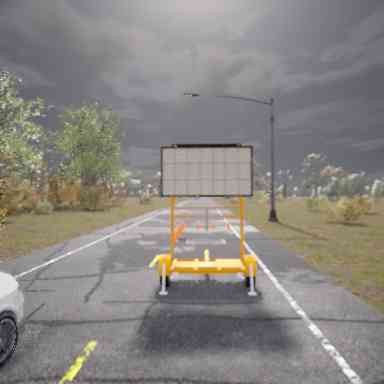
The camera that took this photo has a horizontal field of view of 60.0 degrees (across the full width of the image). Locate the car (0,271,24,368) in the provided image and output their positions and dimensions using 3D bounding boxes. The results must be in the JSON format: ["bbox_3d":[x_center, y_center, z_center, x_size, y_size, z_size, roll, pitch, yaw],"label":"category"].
[{"bbox_3d":[-3.416,1.564,3.113,1.812,1.442,4.674,0,0,2],"label":"car"}]

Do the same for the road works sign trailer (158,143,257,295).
[{"bbox_3d":[0.394,0.527,8.878,2.380,3.560,2.880,0,0,2],"label":"road works sign trailer"}]
